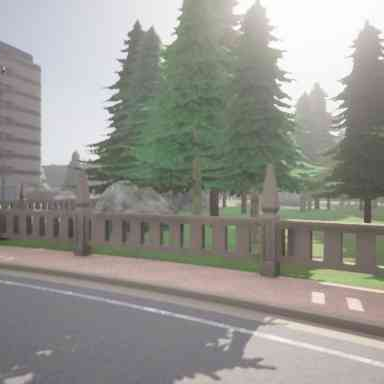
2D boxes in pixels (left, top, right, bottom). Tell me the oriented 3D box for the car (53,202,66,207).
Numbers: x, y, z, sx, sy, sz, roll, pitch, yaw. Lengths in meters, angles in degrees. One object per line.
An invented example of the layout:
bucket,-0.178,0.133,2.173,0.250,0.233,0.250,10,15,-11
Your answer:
car,-18.350,1.426,49.621,2.033,1.411,5.357,0,0,22
